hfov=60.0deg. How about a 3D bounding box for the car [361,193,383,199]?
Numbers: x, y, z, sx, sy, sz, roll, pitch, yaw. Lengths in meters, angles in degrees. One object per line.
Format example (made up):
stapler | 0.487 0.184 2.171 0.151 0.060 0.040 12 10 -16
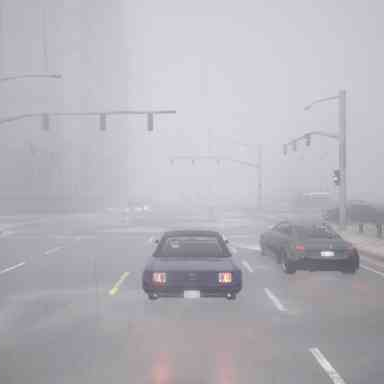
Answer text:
car | 39.119 1.208 71.285 4.605 1.855 1.932 0 0 0

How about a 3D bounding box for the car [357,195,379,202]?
car | 39.163 1.419 74.182 3.905 1.438 1.784 0 0 0

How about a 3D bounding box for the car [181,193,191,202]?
car | -1.339 1.215 76.366 2.150 2.045 5.566 0 0 -1

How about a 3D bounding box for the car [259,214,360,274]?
car | 3.470 1.564 10.579 1.994 1.385 4.181 0 0 -1

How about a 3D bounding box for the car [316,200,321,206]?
car | 12.857 1.620 27.296 4.181 1.385 1.994 0 0 -1

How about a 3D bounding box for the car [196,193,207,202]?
car | 2.161 1.215 76.415 2.150 2.045 5.566 0 0 -1

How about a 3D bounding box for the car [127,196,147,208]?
car | -8.025 1.505 47.685 1.837 1.490 4.892 0 0 -1

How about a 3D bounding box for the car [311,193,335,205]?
car | 24.187 1.451 60.050 3.806 1.475 1.970 0 0 0

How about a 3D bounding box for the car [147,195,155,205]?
car | -8.150 1.491 57.038 2.128 1.511 4.902 0 0 -1

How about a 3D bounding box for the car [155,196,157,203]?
car | -8.225 1.352 66.801 2.097 1.767 4.553 0 0 0

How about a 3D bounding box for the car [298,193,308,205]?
car | 24.097 1.209 65.628 4.605 1.855 1.932 0 0 0

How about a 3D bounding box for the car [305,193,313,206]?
car | 24.167 1.419 62.945 3.905 1.438 1.784 0 0 0

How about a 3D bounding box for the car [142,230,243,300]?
car | -0.004 1.601 8.350 1.895 1.301 4.718 0 0 0

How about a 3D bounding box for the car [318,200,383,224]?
car | 12.007 1.562 23.787 4.892 1.490 1.837 0 0 -1

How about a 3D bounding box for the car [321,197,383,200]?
car | 16.544 1.547 34.537 4.902 1.511 2.128 0 0 -1

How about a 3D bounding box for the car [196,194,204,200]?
car | 2.014 1.386 86.806 1.812 1.442 4.674 0 0 -1
